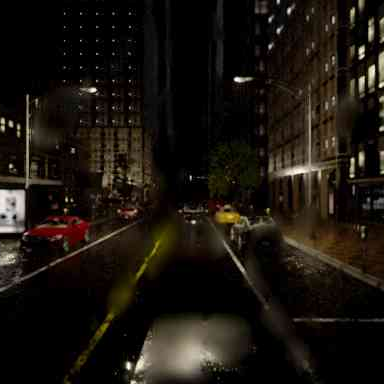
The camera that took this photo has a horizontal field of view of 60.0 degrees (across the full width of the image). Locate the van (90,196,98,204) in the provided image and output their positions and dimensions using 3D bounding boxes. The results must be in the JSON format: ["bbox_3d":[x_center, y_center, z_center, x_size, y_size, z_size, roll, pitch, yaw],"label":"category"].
[{"bbox_3d":[-24.133,1.935,78.072,3.998,1.788,1.690,0,0,1],"label":"van"}]

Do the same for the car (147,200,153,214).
[{"bbox_3d":[-5.686,1.862,36.422,1.802,1.307,4.206,0,0,0],"label":"car"}]

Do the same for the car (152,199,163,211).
[{"bbox_3d":[-5.685,1.806,47.471,1.967,1.590,4.097,0,0,0],"label":"car"}]

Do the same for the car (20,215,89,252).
[{"bbox_3d":[-5.690,1.691,14.326,1.802,1.307,4.206,0,0,0],"label":"car"}]

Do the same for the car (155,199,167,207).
[{"bbox_3d":[-5.811,2.030,62.670,1.887,1.381,4.507,0,0,0],"label":"car"}]

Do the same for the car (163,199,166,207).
[{"bbox_3d":[-5.742,1.975,52.993,1.947,1.339,4.313,0,0,0],"label":"car"}]

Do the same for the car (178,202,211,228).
[{"bbox_3d":[0.107,1.685,23.557,1.837,1.490,4.892,0,0,0],"label":"car"}]

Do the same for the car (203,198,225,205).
[{"bbox_3d":[2.692,1.595,36.427,2.192,1.841,5.009,0,0,0],"label":"car"}]

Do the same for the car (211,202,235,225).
[{"bbox_3d":[2.691,1.721,25.546,1.752,1.417,4.829,0,0,0],"label":"car"}]

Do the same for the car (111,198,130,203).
[{"bbox_3d":[-18.504,2.173,86.393,4.403,1.369,2.008,0,0,1],"label":"car"}]

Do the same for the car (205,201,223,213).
[{"bbox_3d":[2.695,1.868,41.949,1.887,1.381,4.507,0,0,0],"label":"car"}]

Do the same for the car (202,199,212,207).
[{"bbox_3d":[2.828,2.077,64.045,1.802,1.307,4.206,0,0,0],"label":"car"}]

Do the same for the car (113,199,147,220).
[{"bbox_3d":[-5.688,1.677,30.899,1.967,1.590,4.097,0,0,0],"label":"car"}]

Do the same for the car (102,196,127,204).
[{"bbox_3d":[-18.593,1.916,78.013,5.009,1.841,2.192,0,0,1],"label":"car"}]

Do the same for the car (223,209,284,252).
[{"bbox_3d":[2.690,1.660,14.329,2.008,1.369,4.403,0,0,0],"label":"car"}]
